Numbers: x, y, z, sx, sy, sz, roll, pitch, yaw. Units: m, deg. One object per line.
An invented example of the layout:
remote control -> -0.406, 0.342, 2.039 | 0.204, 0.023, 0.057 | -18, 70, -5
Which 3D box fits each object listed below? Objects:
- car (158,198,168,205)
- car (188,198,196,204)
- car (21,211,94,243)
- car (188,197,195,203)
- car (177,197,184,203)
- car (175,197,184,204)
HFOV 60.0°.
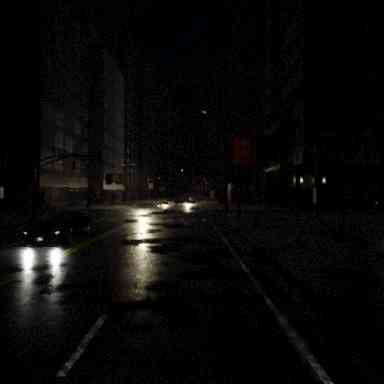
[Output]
car -> -6.536, 2.138, 75.026 | 1.882, 1.535, 5.008 | 0, -1, 0
car -> -0.041, 2.261, 84.073 | 2.128, 1.511, 4.902 | 0, -1, 0
car -> -6.585, 1.689, 17.078 | 2.033, 1.411, 5.357 | 0, -1, 0
car -> -0.046, 2.259, 94.493 | 1.994, 1.385, 4.181 | 0, -1, 0
car -> -3.296, 2.258, 94.491 | 1.994, 1.385, 4.181 | 0, -1, 0
car -> -3.291, 2.094, 84.426 | 2.097, 1.767, 4.553 | 0, -1, 0
